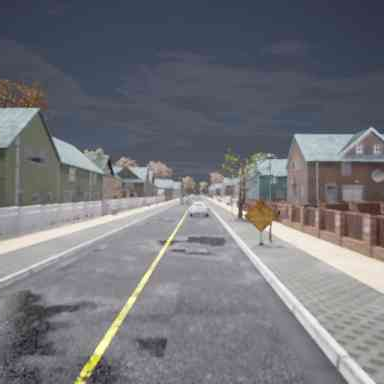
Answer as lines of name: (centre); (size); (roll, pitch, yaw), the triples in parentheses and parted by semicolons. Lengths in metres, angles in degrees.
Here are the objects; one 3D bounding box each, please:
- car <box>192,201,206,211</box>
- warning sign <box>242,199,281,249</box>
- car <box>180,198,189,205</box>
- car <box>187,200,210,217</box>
car: (0.980, 1.922, 46.902); (1.895, 1.301, 4.718); (0, 0, 1)
warning sign: (2.729, 1.229, 13.158); (1.300, 1.860, 1.060); (-1, -1, 1)
car: (-1.431, 1.961, 69.541); (2.128, 1.511, 4.902); (0, 0, 1)
car: (0.746, 1.768, 34.861); (1.812, 1.442, 4.674); (0, 0, 1)
